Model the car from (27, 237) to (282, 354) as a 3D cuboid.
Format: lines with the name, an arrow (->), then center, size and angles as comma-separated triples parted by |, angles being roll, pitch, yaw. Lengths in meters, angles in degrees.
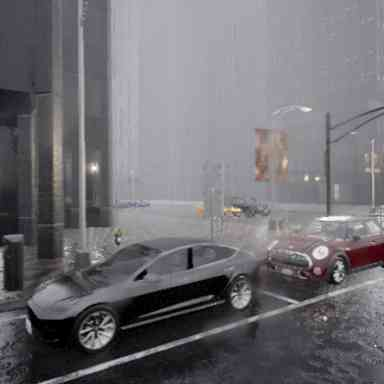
car -> -0.606, 1.565, 6.111 | 4.313, 1.339, 1.947 | 0, 0, -36

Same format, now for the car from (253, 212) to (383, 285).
car -> 3.971, 1.438, 9.379 | 4.097, 1.590, 1.967 | 0, 0, -36

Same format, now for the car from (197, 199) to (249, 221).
car -> 2.446, 1.669, 30.014 | 1.882, 1.535, 5.008 | -1, 0, -36

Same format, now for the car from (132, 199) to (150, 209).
car -> -8.163, 1.780, 50.416 | 1.882, 1.535, 5.008 | -1, 0, -35

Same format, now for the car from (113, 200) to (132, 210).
car -> -11.069, 1.900, 48.897 | 1.994, 1.385, 4.181 | -1, 0, -35

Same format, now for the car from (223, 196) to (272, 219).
car -> 5.034, 1.383, 31.980 | 2.150, 2.045, 5.566 | -1, 0, -36
